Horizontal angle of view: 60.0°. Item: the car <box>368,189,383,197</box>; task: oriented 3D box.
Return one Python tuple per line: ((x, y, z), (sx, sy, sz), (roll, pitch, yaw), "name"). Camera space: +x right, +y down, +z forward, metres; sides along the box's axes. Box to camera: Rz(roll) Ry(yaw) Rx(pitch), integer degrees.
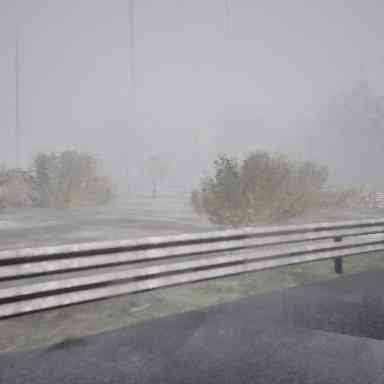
((26.487, 0.358, 46.811), (4.553, 1.767, 2.097), (1, 2, 22), "car")
